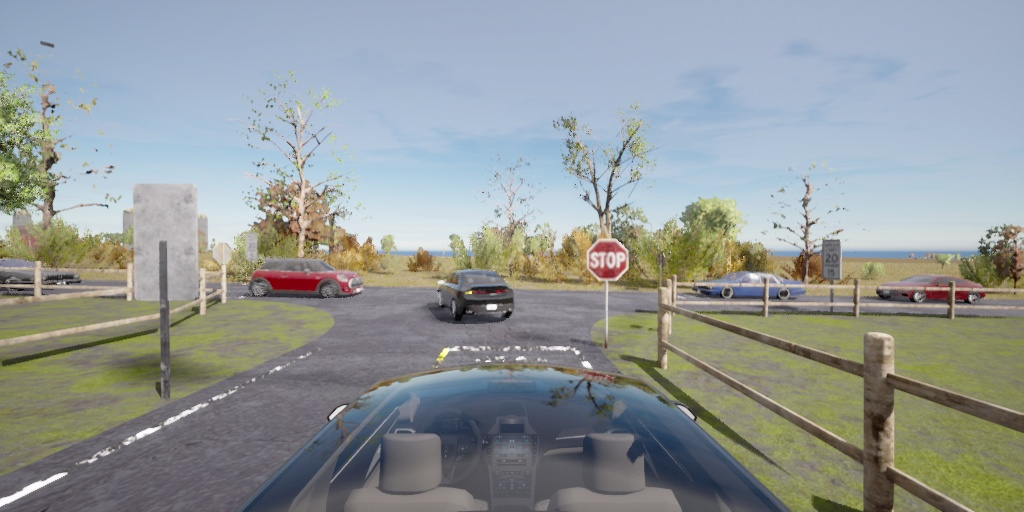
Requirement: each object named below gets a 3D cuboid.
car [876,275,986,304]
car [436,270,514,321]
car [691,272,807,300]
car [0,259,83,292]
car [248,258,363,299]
[{"bbox_3d":[22.682,1.754,19.477,4.674,1.442,1.812,1,1,0],"label":"car"},{"bbox_3d":[-1.416,1.240,12.624,1.837,1.490,4.892,0,0,-20],"label":"car"},{"bbox_3d":[12.777,1.564,19.454,5.357,1.411,2.033,1,1,-1],"label":"car"},{"bbox_3d":[-23.355,0.825,16.486,5.357,1.411,2.033,1,1,0],"label":"car"},{"bbox_3d":[-9.316,0.933,16.502,4.553,1.767,2.097,1,1,0],"label":"car"}]
